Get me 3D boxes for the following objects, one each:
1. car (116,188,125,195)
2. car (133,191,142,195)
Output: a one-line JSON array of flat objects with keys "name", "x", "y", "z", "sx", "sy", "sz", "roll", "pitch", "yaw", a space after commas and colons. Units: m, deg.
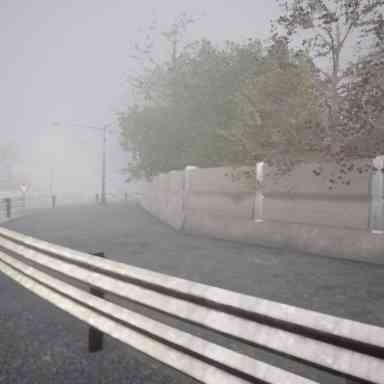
[{"name": "car", "x": -19.995, "y": -0.152, "z": 93.415, "sx": 2.150, "sy": 2.045, "sz": 5.566, "roll": 1, "pitch": 1, "yaw": -13}, {"name": "car", "x": -15.088, "y": 0.309, "z": 92.786, "sx": 1.895, "sy": 1.301, "sz": 4.718, "roll": 1, "pitch": 1, "yaw": 3}]
